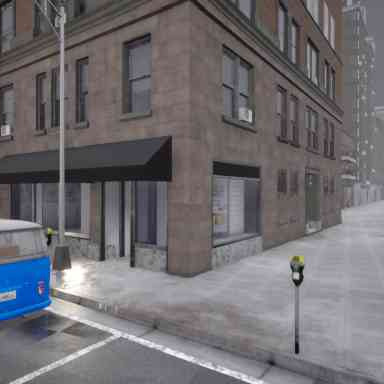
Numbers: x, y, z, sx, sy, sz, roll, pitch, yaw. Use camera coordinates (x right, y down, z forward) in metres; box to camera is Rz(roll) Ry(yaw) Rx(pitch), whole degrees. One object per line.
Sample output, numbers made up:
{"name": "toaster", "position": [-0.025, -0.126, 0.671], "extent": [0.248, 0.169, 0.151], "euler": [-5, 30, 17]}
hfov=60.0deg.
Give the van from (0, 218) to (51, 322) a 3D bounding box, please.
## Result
{"name": "van", "position": [-4.308, 1.340, 6.092], "extent": [3.998, 1.788, 1.690], "euler": [0, 0, 35]}
